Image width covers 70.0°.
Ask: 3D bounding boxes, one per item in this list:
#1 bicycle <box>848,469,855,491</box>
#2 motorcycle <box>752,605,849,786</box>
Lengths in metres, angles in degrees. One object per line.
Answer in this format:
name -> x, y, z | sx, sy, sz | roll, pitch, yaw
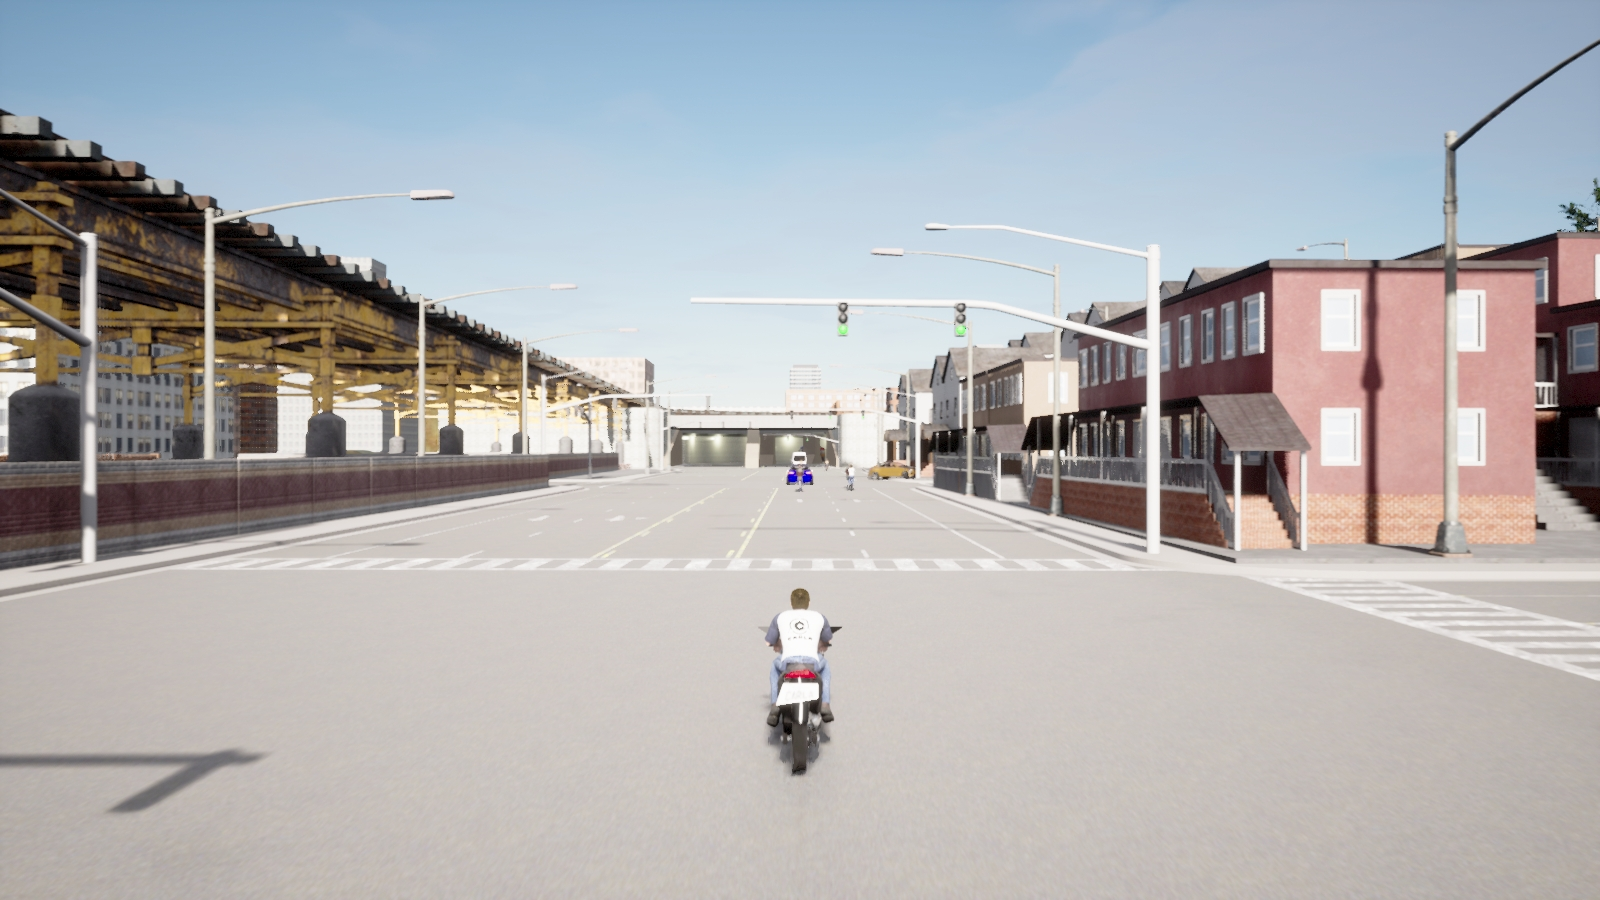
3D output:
bicycle -> 3.526, 2.037, 78.311 | 0.373, 1.521, 1.643 | 0, 0, 0
motorcycle -> 0.002, 2.173, 10.490 | 0.803, 1.224, 2.033 | 0, 0, 0
